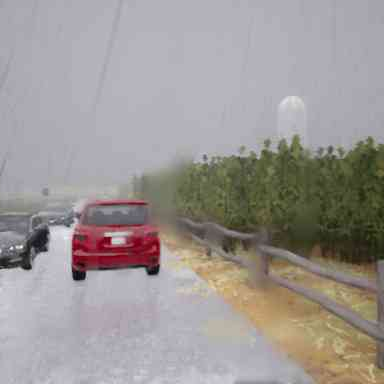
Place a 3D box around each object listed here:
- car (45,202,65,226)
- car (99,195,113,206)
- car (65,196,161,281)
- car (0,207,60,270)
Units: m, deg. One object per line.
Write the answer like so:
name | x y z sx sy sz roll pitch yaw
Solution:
car | -8.632 1.442 21.384 1.837 1.490 4.892 -1 1 -15
car | -12.968 1.278 50.096 1.882 1.535 5.008 -1 0 -15
car | -2.334 1.178 10.068 2.150 2.045 5.566 -1 0 -15
car | -5.812 1.471 10.732 2.128 1.511 4.902 -1 0 -15
